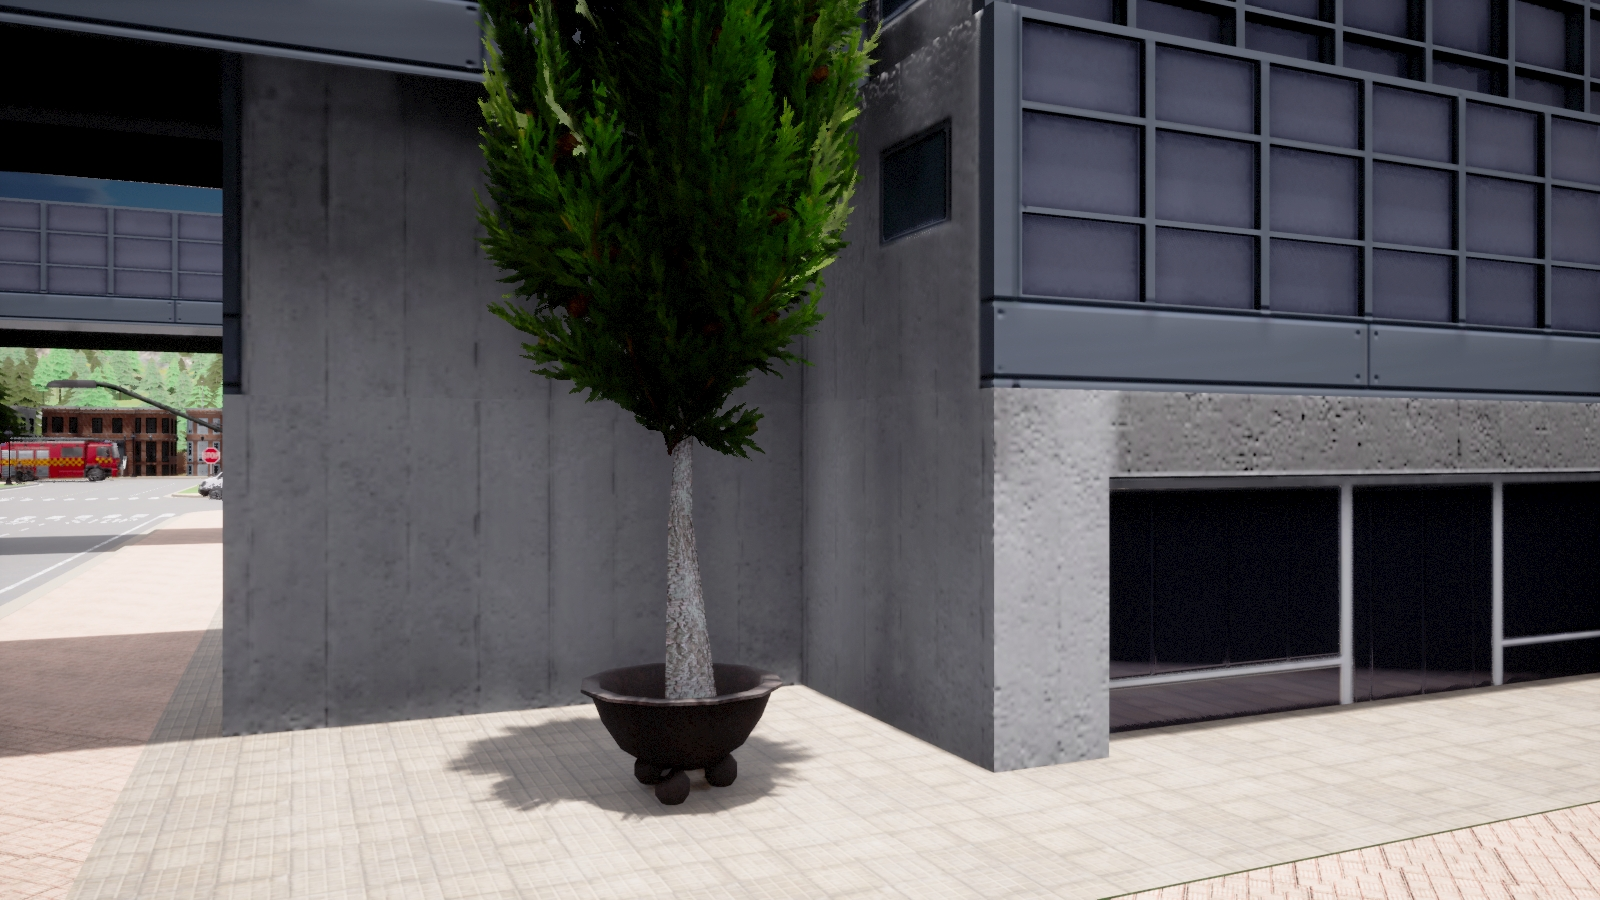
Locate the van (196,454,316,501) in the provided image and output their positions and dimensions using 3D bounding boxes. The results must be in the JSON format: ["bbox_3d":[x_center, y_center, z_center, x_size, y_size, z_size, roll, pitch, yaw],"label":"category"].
[{"bbox_3d":[-30.649,1.534,64.545,5.915,2.561,1.988,0,0,-18],"label":"van"}]
